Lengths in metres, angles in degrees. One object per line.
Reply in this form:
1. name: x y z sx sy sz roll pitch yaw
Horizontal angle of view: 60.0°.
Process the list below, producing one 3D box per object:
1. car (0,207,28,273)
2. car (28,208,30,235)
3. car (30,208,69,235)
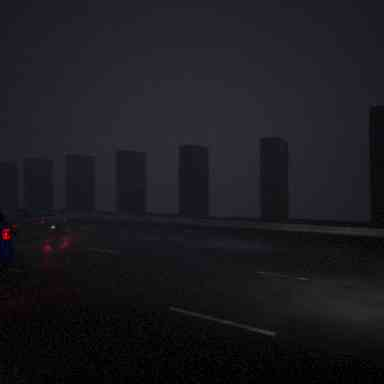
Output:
1. car: -7.131 1.208 8.972 5.566 2.045 2.150 0 0 32
2. car: -10.042 1.516 14.997 5.357 1.411 2.033 0 0 30
3. car: -9.158 1.545 18.440 4.718 1.301 1.895 0 0 30
